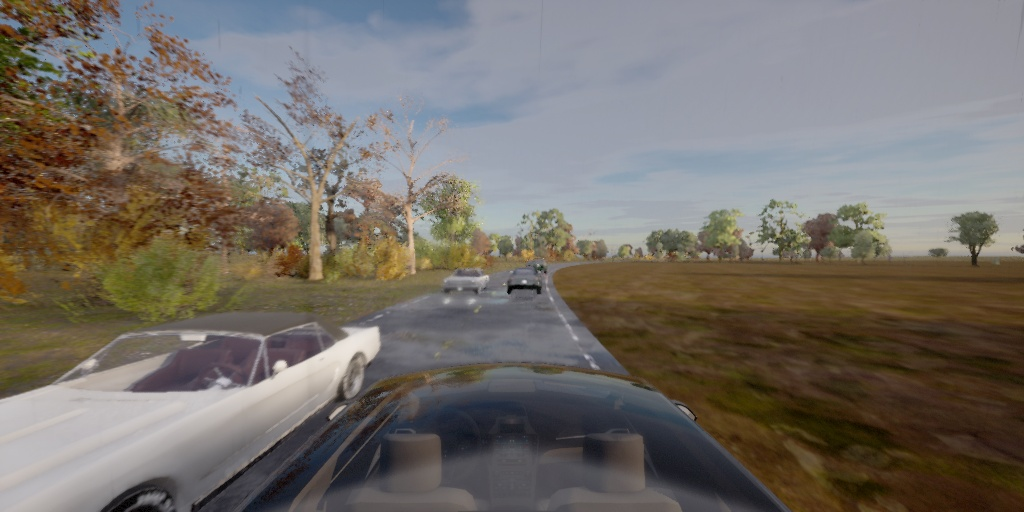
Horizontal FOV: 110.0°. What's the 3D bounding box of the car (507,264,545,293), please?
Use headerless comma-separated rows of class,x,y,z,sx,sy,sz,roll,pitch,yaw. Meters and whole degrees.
car,0.783,1.350,21.246,1.994,1.385,4.181,0,0,4

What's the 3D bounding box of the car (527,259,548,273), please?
car,3.477,1.191,45.610,2.097,1.767,4.553,0,0,8

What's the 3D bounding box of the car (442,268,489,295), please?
car,-2.482,1.364,20.178,1.895,1.301,4.718,0,0,4

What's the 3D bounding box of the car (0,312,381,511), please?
car,-3.057,1.335,3.556,1.895,1.301,4.718,0,0,0
